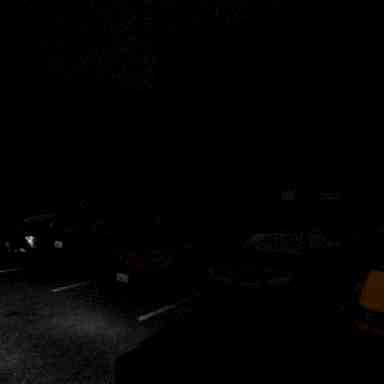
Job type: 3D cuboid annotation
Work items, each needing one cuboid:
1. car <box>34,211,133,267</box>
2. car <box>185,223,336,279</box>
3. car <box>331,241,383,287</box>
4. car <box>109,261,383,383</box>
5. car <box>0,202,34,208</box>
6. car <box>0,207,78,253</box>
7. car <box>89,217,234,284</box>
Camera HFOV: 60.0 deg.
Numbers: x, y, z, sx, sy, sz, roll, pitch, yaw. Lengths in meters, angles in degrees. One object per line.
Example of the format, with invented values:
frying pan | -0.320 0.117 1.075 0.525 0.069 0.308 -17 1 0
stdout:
car | -2.237 1.484 10.970 2.163 1.488 4.792 0 0 38
car | 2.111 1.519 7.669 2.002 1.452 4.674 0 0 37
car | 4.207 1.484 5.911 1.946 1.575 5.366 0 0 36
car | 1.592 1.604 2.269 4.718 1.301 1.895 0 0 36
car | -8.794 1.435 16.093 2.163 1.488 4.792 0 0 40
car | -4.418 1.441 12.617 2.231 1.521 4.892 0 0 39
car | -0.100 1.497 9.274 2.163 1.488 4.792 0 0 37
